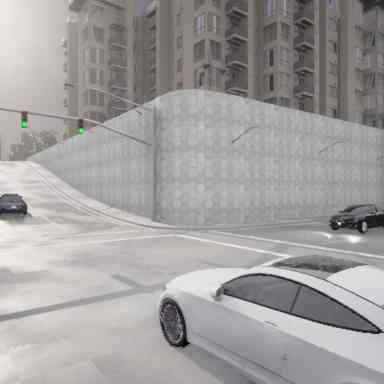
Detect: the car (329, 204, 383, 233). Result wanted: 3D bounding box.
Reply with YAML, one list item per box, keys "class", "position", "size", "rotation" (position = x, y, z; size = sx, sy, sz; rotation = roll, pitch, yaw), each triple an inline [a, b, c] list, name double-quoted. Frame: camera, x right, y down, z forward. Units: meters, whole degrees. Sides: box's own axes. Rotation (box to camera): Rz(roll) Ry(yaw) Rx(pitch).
- class: "car"
  position: [10.130, 1.511, 19.827]
  size: [4.892, 1.490, 1.837]
  rotation: [0, 0, -36]

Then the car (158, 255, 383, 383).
- class: "car"
  position: [1.343, 1.530, 4.078]
  size: [1.812, 1.442, 4.674]
  rotation: [0, 0, -36]

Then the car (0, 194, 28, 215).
- class: "car"
  position: [-13.739, 0.805, 25.057]
  size: [1.994, 1.385, 4.181]
  rotation: [0, 6, -36]
